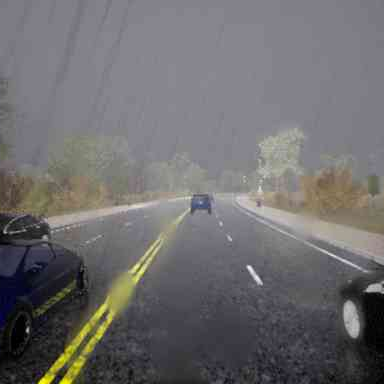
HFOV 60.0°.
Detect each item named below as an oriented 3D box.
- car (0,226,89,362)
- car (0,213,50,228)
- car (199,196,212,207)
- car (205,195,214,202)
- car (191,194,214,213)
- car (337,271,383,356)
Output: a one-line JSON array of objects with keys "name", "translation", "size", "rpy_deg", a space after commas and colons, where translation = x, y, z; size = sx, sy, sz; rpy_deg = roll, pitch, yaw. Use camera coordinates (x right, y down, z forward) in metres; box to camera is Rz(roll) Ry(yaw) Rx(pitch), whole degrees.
[{"name": "car", "translation": [-3.294, 1.564, 5.746], "size": [1.994, 1.385, 4.181], "rpy_deg": [0, 0, 1]}, {"name": "car", "translation": [-6.473, 1.504, 11.193], "size": [1.837, 1.490, 4.892], "rpy_deg": [0, 0, 1]}, {"name": "car", "translation": [2.118, 1.463, 52.225], "size": [1.837, 1.490, 4.892], "rpy_deg": [0, 0, 4]}, {"name": "car", "translation": [3.901, 1.398, 73.337], "size": [1.837, 1.490, 4.892], "rpy_deg": [0, 0, 6]}, {"name": "car", "translation": [1.012, 1.212, 36.335], "size": [2.150, 2.045, 5.566], "rpy_deg": [0, 0, 3]}, {"name": "car", "translation": [3.259, 1.507, 3.491], "size": [1.837, 1.490, 4.892], "rpy_deg": [0, 0, 0]}]
